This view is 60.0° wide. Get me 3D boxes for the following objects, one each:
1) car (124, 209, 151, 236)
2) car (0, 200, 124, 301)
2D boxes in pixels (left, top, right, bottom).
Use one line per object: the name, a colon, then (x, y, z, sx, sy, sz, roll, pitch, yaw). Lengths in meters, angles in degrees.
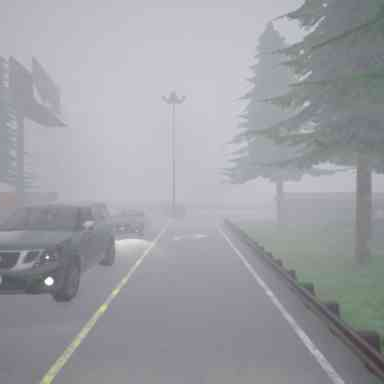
car: (-3.495, 1.653, 18.694, 1.994, 1.385, 4.181, 0, 0, 0)
car: (-3.566, 1.266, 8.787, 2.150, 2.045, 5.566, 0, -1, 0)
